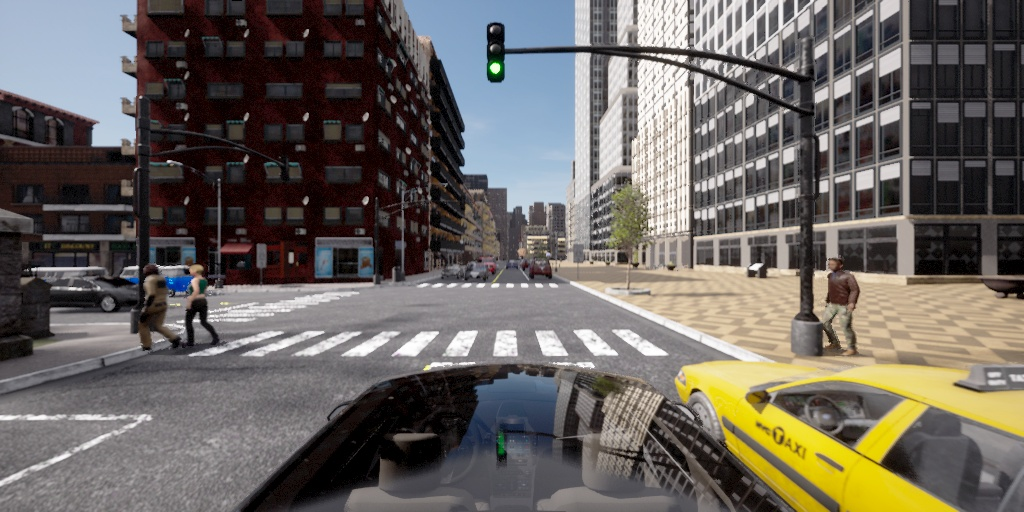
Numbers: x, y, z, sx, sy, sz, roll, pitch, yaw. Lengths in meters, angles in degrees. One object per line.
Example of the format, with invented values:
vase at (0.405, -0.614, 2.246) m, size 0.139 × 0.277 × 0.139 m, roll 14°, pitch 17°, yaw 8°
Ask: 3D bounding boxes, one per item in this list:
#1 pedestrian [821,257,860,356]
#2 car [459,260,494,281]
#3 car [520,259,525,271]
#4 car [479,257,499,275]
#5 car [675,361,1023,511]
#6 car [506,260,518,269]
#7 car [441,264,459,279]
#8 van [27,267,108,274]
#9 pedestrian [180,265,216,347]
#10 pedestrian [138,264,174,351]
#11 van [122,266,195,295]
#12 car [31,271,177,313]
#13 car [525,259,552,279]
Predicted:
pedestrian at (6.097, 0.915, 6.694) m, size 0.375 × 1.860 × 0.375 m, roll 0°, pitch 0°, yaw 0°
car at (-3.086, 1.393, 32.028) m, size 2.128 × 1.511 × 4.902 m, roll 0°, pitch 0°, yaw 0°
car at (2.706, 1.358, 56.526) m, size 2.192 × 1.841 × 5.009 m, roll 0°, pitch 0°, yaw 0°
car at (-3.070, 1.180, 42.631) m, size 2.150 × 2.045 × 5.566 m, roll 0°, pitch 0°, yaw 0°
car at (2.689, 1.277, 2.180) m, size 1.751 × 1.417 × 4.829 m, roll 0°, pitch 0°, yaw 0°
car at (0.018, 1.439, 63.589) m, size 2.097 × 1.767 × 4.553 m, roll 0°, pitch 0°, yaw 0°
car at (-5.681, 1.464, 34.424) m, size 2.007 × 1.370 × 4.403 m, roll 0°, pitch 0°, yaw 0°
van at (-26.299, 1.573, 21.138) m, size 3.998 × 1.789 × 1.690 m, roll 0°, pitch 0°, yaw 0°
pedestrian at (-6.971, 1.075, 7.970) m, size 0.375 × 1.860 × 0.375 m, roll 0°, pitch 0°, yaw 0°
pedestrian at (-7.391, 1.013, 7.394) m, size 0.375 × 1.860 × 0.375 m, roll 0°, pitch 0°, yaw 0°
van at (-20.761, 1.483, 21.188) m, size 3.998 × 1.789 × 1.690 m, roll 0°, pitch 0°, yaw 0°
car at (-17.862, 1.593, 15.424) m, size 4.892 × 1.490 × 1.837 m, roll -1°, pitch 0°, yaw -1°
car at (2.699, 1.228, 34.422) m, size 2.192 × 1.841 × 5.009 m, roll 0°, pitch 0°, yaw 0°
